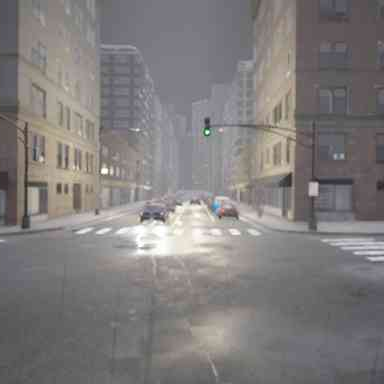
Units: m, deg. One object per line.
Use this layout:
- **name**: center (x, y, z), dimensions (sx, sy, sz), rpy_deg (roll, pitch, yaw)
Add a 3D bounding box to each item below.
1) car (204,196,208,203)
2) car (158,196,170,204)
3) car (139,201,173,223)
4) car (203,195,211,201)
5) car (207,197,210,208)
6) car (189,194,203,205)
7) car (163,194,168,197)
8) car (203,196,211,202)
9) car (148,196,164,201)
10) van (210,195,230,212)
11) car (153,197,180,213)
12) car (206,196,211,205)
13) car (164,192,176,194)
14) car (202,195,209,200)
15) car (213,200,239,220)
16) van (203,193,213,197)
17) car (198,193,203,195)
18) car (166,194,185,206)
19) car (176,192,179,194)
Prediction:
- **car**: center (3.251, 1.634, 50.956), dimensions (1.802, 1.307, 4.206), rpy_deg (1, 0, 1)
- **car**: center (-5.175, 1.517, 62.144), dimensions (1.802, 1.307, 4.206), rpy_deg (1, 0, 1)
- **car**: center (-2.828, 1.601, 25.735), dimensions (1.895, 1.301, 4.718), rpy_deg (1, 0, 1)
- **car**: center (3.300, 1.618, 56.513), dimensions (1.802, 1.307, 4.206), rpy_deg (1, 0, 1)
- **car**: center (3.149, 1.606, 39.851), dimensions (1.887, 1.381, 4.507), rpy_deg (0, 0, 1)
- **car**: center (0.542, 1.533, 57.188), dimensions (1.812, 1.442, 4.674), rpy_deg (1, 0, 1)
- **car**: center (-5.224, 1.506, 56.592), dimensions (2.008, 1.369, 4.403), rpy_deg (1, 0, 1)
- **car**: center (3.498, 1.536, 78.718), dimensions (1.802, 1.307, 4.206), rpy_deg (1, 0, 1)
- **car**: center (-5.326, 1.563, 45.486), dimensions (1.802, 1.307, 4.206), rpy_deg (0, 0, 1)
- **van**: center (3.101, 1.400, 34.300), dimensions (1.690, 1.788, 3.998), rpy_deg (0, 0, 1)
- **car**: center (-2.725, 1.553, 36.995), dimensions (2.033, 1.411, 5.357), rpy_deg (1, 0, 0)
- **car**: center (3.200, 1.643, 45.406), dimensions (1.802, 1.307, 4.206), rpy_deg (1, 0, 1)
- **car**: center (-5.122, 1.230, 67.694), dimensions (2.192, 1.841, 5.009), rpy_deg (1, 0, 1)
- **car**: center (3.598, 1.475, 89.824), dimensions (1.947, 1.339, 4.313), rpy_deg (1, 0, 1)
- **car**: center (3.050, 1.638, 28.748), dimensions (1.802, 1.307, 4.206), rpy_deg (0, 0, 1)
- **van**: center (3.352, 1.357, 62.063), dimensions (1.690, 1.788, 3.998), rpy_deg (1, 0, 1)
- **car**: center (0.632, 1.455, 67.189), dimensions (1.882, 1.535, 5.008), rpy_deg (1, 0, 1)
- **car**: center (-2.515, 1.539, 53.765), dimensions (2.033, 1.411, 5.357), rpy_deg (1, 0, 2)
- **car**: center (-5.023, 1.189, 78.799), dimensions (2.192, 1.841, 5.009), rpy_deg (1, 0, 1)
